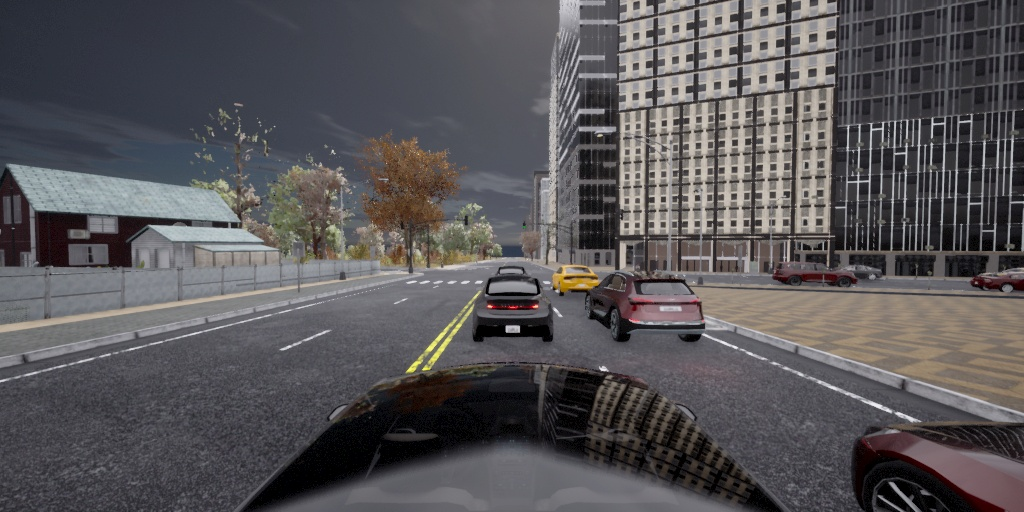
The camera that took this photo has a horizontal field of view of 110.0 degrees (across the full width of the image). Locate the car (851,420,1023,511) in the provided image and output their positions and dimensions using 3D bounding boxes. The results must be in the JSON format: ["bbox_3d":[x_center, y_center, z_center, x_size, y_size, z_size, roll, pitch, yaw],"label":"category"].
[{"bbox_3d":[3.352,1.254,0.517,2.163,1.488,4.792,0,0,0],"label":"car"}]

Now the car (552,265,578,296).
[{"bbox_3d":[3.281,1.223,19.247,1.882,1.535,5.008,0,0,0],"label":"car"}]

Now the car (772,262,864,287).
[{"bbox_3d":[22.962,1.392,27.470,5.009,1.841,2.192,0,0,20],"label":"car"}]

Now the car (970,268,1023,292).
[{"bbox_3d":[33.616,1.714,23.593,4.507,1.381,1.888,0,0,20],"label":"car"}]

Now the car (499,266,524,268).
[{"bbox_3d":[-0.033,1.250,18.429,1.837,1.490,4.892,0,0,0],"label":"car"}]

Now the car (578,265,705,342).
[{"bbox_3d":[3.333,1.177,9.779,2.033,1.649,4.856,0,0,0],"label":"car"}]

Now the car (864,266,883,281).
[{"bbox_3d":[30.984,1.467,32.935,4.403,1.370,2.007,0,0,20],"label":"car"}]

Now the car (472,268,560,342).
[{"bbox_3d":[0.029,1.252,9.762,1.837,1.490,4.892,0,0,0],"label":"car"}]
